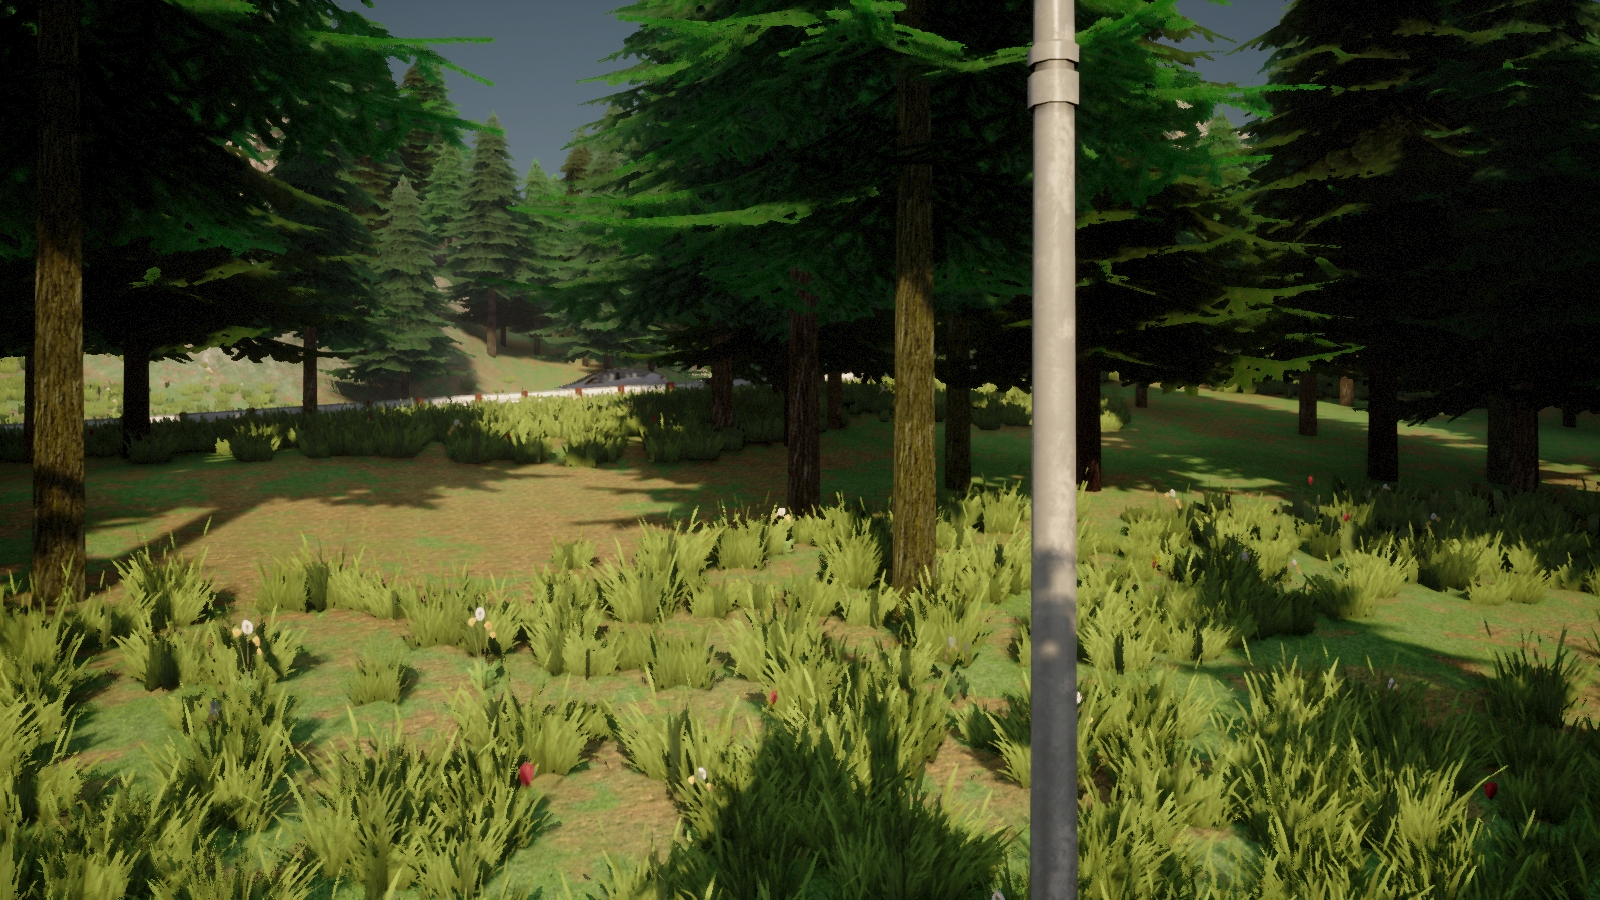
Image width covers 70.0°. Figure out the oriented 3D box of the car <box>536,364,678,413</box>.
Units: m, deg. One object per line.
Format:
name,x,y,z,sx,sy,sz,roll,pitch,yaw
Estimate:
car,-7.281,-2.314,43.152,4.792,1.488,2.163,-5,2,-26
